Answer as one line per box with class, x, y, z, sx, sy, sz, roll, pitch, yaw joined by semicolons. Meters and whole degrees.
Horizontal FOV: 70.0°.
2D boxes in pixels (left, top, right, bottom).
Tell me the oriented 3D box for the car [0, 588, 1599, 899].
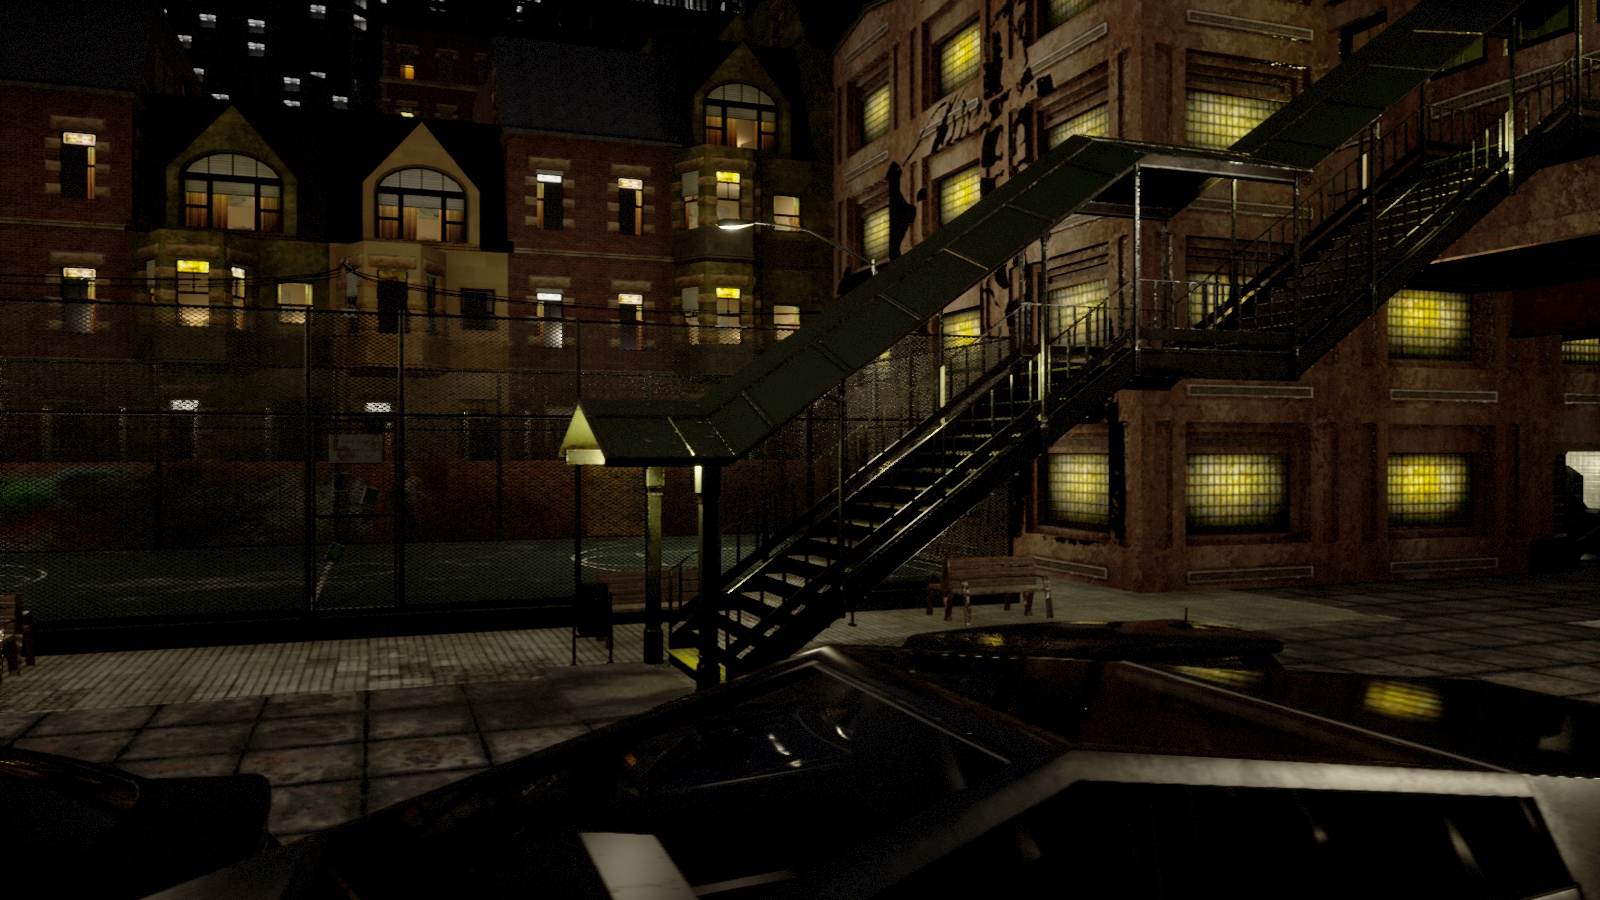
car;0.799;1.752;3.580;6.274;2.098;2.390;0;0;-20
